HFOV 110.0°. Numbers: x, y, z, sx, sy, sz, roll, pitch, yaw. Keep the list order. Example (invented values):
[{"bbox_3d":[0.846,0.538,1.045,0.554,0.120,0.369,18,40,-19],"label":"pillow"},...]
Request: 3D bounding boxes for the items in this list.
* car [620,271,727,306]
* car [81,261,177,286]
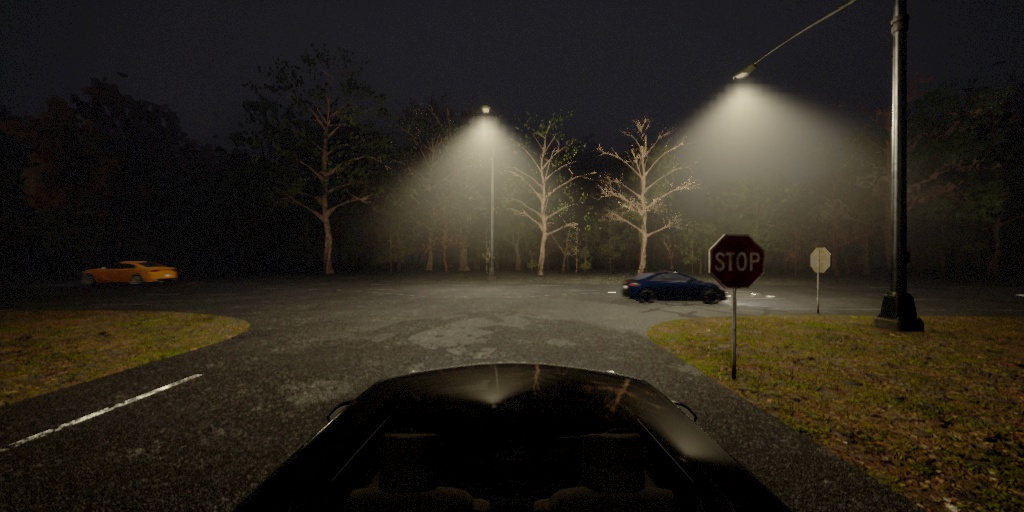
[{"bbox_3d":[6.964,1.342,15.708,4.181,1.385,1.994,0,0,0],"label":"car"},{"bbox_3d":[-24.579,1.076,23.072,5.008,1.535,1.882,0,0,1],"label":"car"}]
